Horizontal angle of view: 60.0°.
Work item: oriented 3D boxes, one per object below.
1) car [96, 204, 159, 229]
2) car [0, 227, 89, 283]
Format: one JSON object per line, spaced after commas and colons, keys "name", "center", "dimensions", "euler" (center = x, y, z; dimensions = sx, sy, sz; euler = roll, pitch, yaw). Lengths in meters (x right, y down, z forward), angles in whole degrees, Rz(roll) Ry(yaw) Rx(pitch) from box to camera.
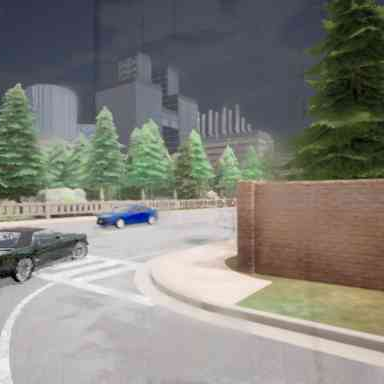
{"name": "car", "center": [-4.500, 1.662, 23.658], "dimensions": [1.882, 1.535, 5.008], "euler": [-1, 0, 35]}
{"name": "car", "center": [-4.967, 1.705, 10.046], "dimensions": [1.895, 1.301, 4.718], "euler": [-1, 0, 9]}
